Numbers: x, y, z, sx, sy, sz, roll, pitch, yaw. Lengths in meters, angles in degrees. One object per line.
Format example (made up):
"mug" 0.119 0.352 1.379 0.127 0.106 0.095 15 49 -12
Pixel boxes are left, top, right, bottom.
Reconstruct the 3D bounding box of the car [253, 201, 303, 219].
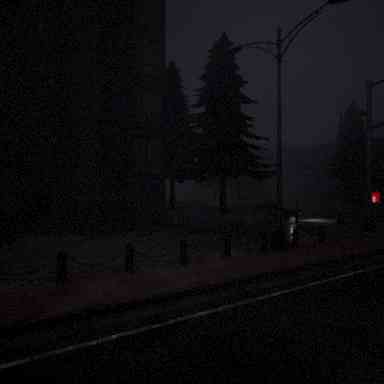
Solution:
"car" 7.535 1.535 29.475 1.812 1.442 4.674 0 0 -38

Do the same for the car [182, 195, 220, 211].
"car" 1.330 1.487 37.662 1.882 1.535 5.008 0 0 -37

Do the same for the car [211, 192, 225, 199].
"car" 7.253 1.077 94.506 1.905 1.878 3.866 0 0 -37

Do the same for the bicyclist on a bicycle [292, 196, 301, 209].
"bicyclist on a bicycle" 11.472 1.308 36.639 1.656 1.620 0.582 0 0 -37

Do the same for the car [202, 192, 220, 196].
"car" 5.164 1.098 92.444 1.932 1.855 4.605 0 0 -37

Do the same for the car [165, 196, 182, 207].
"car" -2.981 1.610 49.534 1.895 1.301 4.718 0 0 -36
